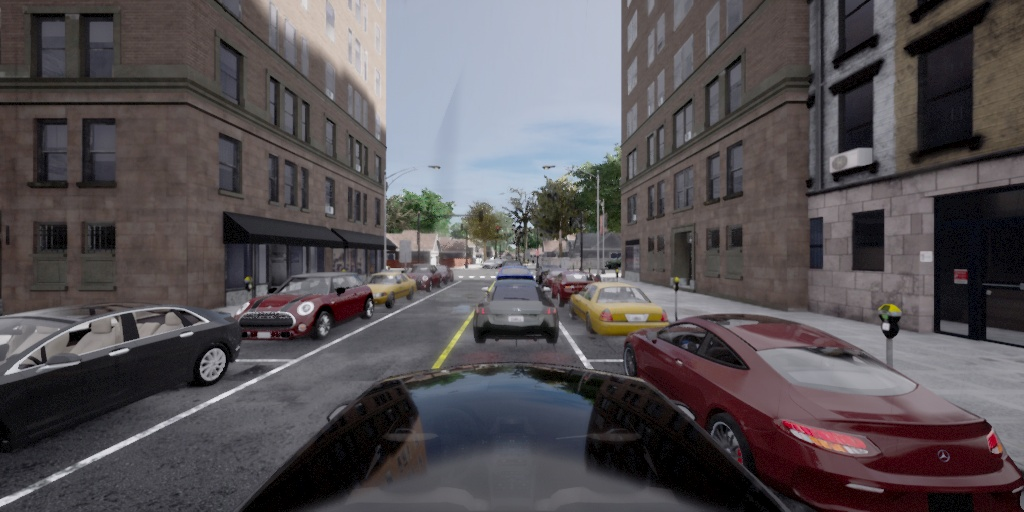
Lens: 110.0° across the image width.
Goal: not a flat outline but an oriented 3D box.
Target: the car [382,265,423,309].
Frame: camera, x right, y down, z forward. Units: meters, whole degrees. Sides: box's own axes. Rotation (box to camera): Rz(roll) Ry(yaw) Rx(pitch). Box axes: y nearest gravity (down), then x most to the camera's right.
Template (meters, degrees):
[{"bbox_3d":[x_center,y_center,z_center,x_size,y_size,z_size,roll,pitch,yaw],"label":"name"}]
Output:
[{"bbox_3d":[-5.355,1.277,15.111,1.751,1.417,4.829,0,0,0],"label":"car"}]

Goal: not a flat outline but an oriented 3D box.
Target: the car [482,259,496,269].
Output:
[{"bbox_3d":[-3.475,1.305,56.658,1.812,1.442,4.674,0,0,8],"label":"car"}]

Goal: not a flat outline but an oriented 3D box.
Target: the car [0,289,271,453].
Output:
[{"bbox_3d":[-5.384,1.300,4.243,2.007,1.370,4.403,0,0,0],"label":"car"}]

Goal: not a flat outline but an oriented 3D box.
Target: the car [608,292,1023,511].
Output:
[{"bbox_3d":[2.641,1.331,4.225,1.802,1.307,4.207,0,0,0],"label":"car"}]

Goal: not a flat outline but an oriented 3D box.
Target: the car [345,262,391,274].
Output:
[{"bbox_3d":[-17.091,1.456,42.639,4.718,1.301,1.895,0,0,-2],"label":"car"}]

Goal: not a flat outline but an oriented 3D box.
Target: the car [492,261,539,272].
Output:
[{"bbox_3d":[0.122,1.230,18.653,1.882,1.535,5.008,0,0,-1],"label":"car"}]

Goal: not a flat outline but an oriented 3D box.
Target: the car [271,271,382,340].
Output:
[{"bbox_3d":[-5.369,1.190,9.762,1.967,1.591,4.097,0,0,0],"label":"car"}]

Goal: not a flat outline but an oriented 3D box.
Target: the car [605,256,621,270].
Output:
[{"bbox_3d":[15.607,0.882,49.238,5.566,2.045,2.150,0,0,0],"label":"car"}]

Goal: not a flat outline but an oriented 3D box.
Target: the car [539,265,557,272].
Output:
[{"bbox_3d":[2.685,1.335,20.780,1.802,1.307,4.207,0,0,0],"label":"car"}]

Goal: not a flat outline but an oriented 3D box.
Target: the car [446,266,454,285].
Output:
[{"bbox_3d":[-5.325,1.337,26.319,1.802,1.307,4.207,0,0,0],"label":"car"}]

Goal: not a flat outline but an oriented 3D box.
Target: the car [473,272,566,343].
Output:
[{"bbox_3d":[0.110,1.314,9.660,1.994,1.385,4.181,0,0,1],"label":"car"}]

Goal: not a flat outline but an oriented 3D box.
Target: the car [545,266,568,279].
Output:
[{"bbox_3d":[2.671,1.296,15.262,1.888,1.381,4.507,0,0,0],"label":"car"}]

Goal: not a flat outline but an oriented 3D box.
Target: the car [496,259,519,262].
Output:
[{"bbox_3d":[0.069,1.107,27.878,2.097,1.767,4.553,0,0,0],"label":"car"}]

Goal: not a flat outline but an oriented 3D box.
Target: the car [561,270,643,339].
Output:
[{"bbox_3d":[2.656,1.275,9.914,1.751,1.417,4.829,0,0,0],"label":"car"}]

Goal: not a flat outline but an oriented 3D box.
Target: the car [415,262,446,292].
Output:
[{"bbox_3d":[-5.340,1.193,20.800,1.967,1.591,4.097,0,0,0],"label":"car"}]
